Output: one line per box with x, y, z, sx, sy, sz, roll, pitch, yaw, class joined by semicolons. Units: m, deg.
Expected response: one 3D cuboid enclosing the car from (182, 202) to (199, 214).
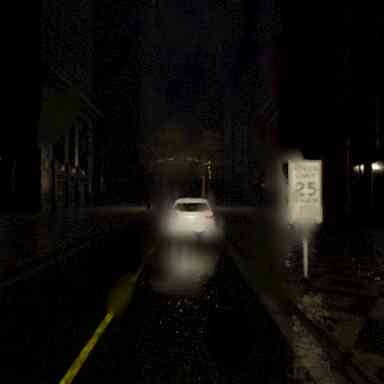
-0.169;1.935;41.721;1.994;1.385;4.181;0;-1;0;car

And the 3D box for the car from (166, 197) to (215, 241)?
-0.009;1.379;17.708;2.150;2.045;5.566;0;-1;0;car

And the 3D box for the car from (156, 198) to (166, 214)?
-3.275;1.849;41.131;1.882;1.535;5.008;0;-1;0;car
